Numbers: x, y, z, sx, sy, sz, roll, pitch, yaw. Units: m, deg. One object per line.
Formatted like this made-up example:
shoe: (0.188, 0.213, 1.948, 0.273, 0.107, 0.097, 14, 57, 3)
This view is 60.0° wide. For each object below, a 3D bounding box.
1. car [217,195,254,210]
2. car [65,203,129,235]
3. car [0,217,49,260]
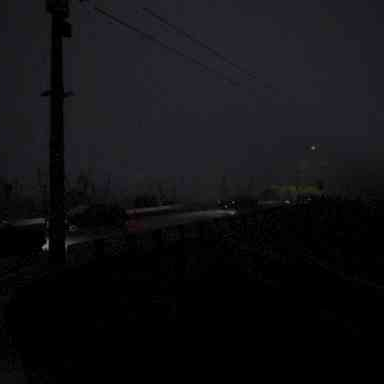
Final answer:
car: (4.251, 0.925, 30.485, 1.895, 1.301, 4.718, 0, 1, 37)
car: (-5.425, 1.317, 17.629, 1.812, 1.442, 4.674, 0, 2, 37)
car: (-6.499, 1.496, 9.764, 2.033, 1.411, 5.357, -1, 1, 8)
